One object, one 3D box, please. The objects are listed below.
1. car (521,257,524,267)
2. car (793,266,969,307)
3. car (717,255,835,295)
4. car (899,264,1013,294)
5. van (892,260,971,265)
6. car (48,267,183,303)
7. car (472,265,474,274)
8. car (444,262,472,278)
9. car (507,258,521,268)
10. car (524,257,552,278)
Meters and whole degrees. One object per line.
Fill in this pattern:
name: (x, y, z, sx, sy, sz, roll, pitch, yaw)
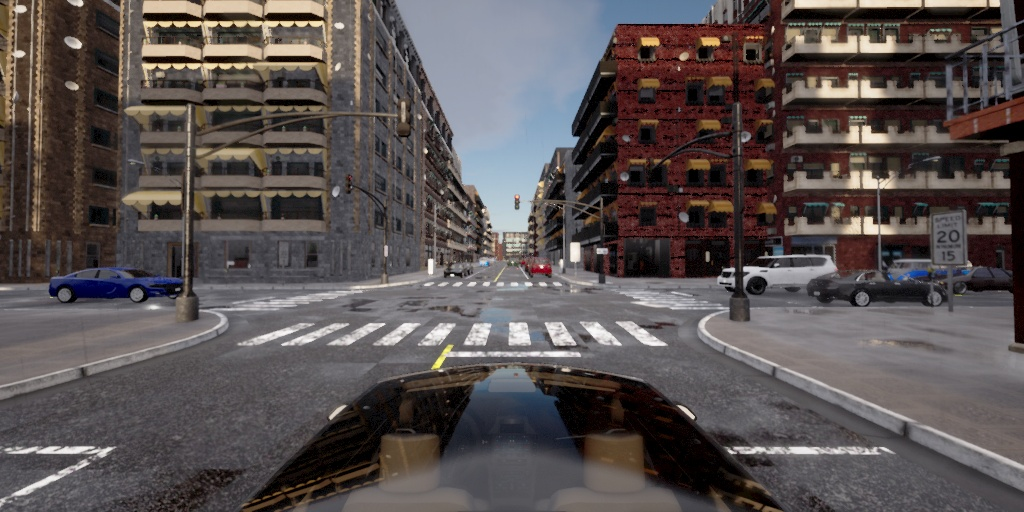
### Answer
car: (2.617, 1.075, 45.025, 2.192, 1.841, 5.009, 0, 0, 0)
car: (13.759, 1.182, 13.595, 4.403, 1.370, 2.007, 0, 0, 0)
car: (14.048, 0.965, 19.031, 5.566, 2.045, 2.150, 0, -1, 0)
car: (24.300, 1.267, 18.985, 5.357, 1.411, 2.033, 0, -1, 0)
van: (24.926, 1.110, 21.435, 3.998, 1.789, 1.690, 0, 0, 0)
car: (-17.597, 1.251, 16.194, 5.008, 1.535, 1.882, 0, -1, 0)
car: (-5.271, 1.321, 39.426, 1.948, 1.339, 4.313, 0, 0, 0)
car: (-5.277, 1.319, 33.865, 1.948, 1.339, 4.313, 0, 0, 0)
car: (0.169, 1.162, 64.418, 2.097, 1.767, 4.553, 0, 0, 0)
car: (2.604, 1.069, 33.901, 2.192, 1.841, 5.009, 0, 0, 0)
